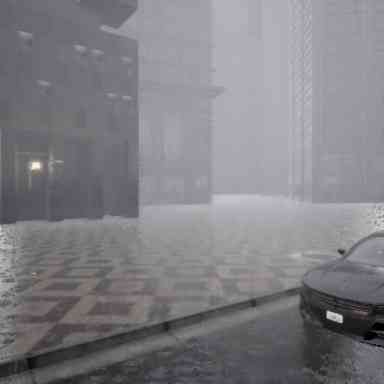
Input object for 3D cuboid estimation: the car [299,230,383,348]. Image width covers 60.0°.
[{"bbox_3d":[4.086,1.494,6.273,5.008,1.535,1.882,-1,1,-36],"label":"car"}]
